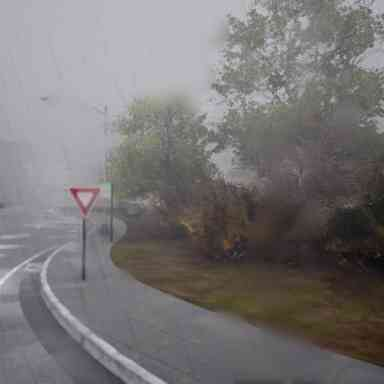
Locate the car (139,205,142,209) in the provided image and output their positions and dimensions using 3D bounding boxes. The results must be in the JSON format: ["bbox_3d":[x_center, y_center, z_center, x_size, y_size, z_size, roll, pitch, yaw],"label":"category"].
[{"bbox_3d":[-13.941,2.985,70.900,5.008,1.535,2.097,1,-4,3],"label":"car"}]

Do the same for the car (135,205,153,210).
[{"bbox_3d":[-12.944,4.208,90.118,4.674,1.452,2.002,1,-3,3],"label":"car"}]

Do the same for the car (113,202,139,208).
[{"bbox_3d":[-14.083,2.806,68.155,4.892,1.521,2.231,1,-4,3],"label":"car"}]

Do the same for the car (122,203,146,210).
[{"bbox_3d":[-13.697,3.507,79.146,5.366,1.575,1.946,1,-3,3],"label":"car"}]

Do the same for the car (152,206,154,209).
[{"bbox_3d":[-13.091,4.050,87.373,4.674,1.452,2.002,1,-3,3],"label":"car"}]

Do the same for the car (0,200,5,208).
[{"bbox_3d":[-25.649,1.316,41.785,4.181,1.385,1.994,1,1,19],"label":"car"}]

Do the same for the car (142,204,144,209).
[{"bbox_3d":[-13.788,3.165,73.643,4.892,1.521,2.231,1,-4,3],"label":"car"}]

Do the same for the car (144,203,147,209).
[{"bbox_3d":[-13.625,3.371,76.382,4.792,1.488,2.163,1,-3,3],"label":"car"}]
